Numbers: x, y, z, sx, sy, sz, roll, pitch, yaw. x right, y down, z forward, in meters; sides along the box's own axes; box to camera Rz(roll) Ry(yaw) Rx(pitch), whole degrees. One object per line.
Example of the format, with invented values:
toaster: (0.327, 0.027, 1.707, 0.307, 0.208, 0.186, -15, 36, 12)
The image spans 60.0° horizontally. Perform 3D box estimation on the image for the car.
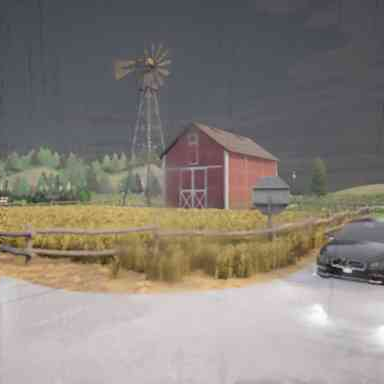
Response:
car: (5.140, 1.531, 9.375, 1.837, 1.490, 4.892, 0, 0, 42)
